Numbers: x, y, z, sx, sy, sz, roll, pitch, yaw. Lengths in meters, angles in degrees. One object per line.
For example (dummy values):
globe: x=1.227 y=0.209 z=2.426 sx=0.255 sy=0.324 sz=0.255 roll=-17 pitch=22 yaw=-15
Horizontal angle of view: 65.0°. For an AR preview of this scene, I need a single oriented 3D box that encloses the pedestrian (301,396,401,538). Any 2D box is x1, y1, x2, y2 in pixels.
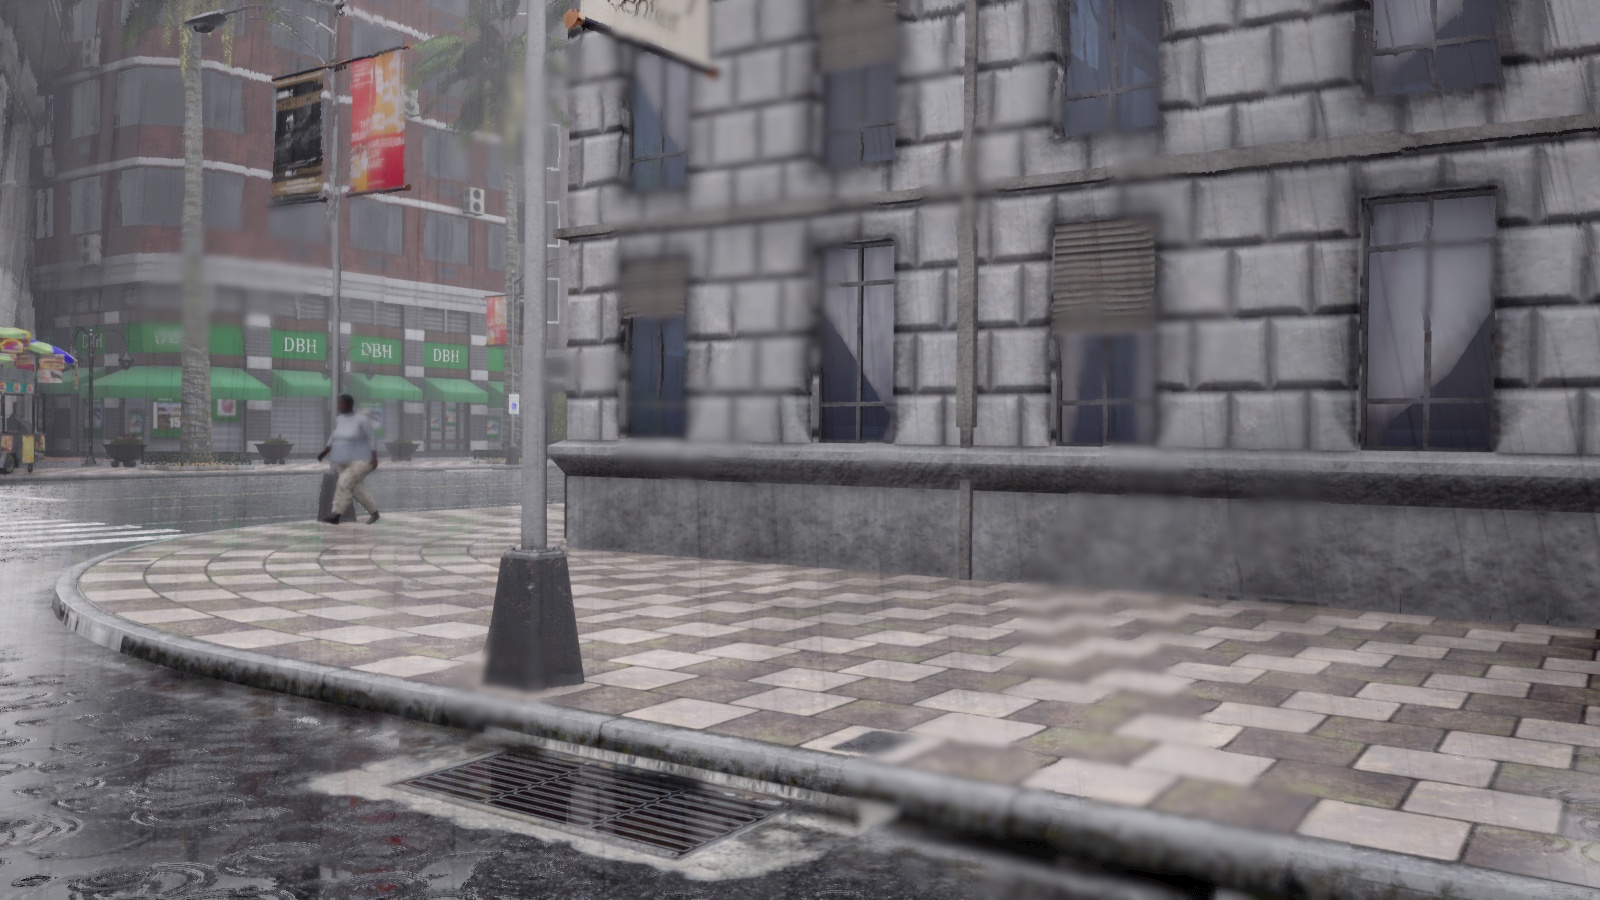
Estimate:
pedestrian: x=-6.072 y=0.211 z=16.992 sx=0.874 sy=1.855 sz=0.900 roll=0 pitch=1 yaw=32
